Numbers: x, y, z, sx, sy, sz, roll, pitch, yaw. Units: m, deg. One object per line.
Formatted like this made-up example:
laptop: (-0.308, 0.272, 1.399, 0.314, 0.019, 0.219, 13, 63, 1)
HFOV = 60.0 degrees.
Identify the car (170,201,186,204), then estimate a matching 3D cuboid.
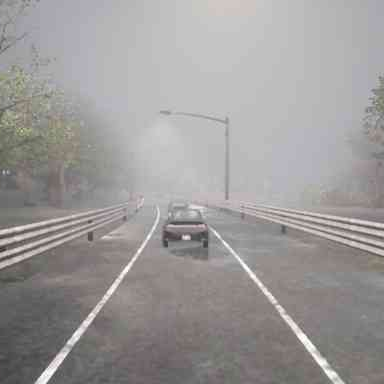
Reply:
car: (-1.252, 1.517, 29.797, 1.812, 1.442, 4.674, 0, 0, -5)

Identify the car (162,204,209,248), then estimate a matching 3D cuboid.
car: (-0.314, 1.490, 14.754, 2.128, 1.511, 4.902, 0, 0, -2)
